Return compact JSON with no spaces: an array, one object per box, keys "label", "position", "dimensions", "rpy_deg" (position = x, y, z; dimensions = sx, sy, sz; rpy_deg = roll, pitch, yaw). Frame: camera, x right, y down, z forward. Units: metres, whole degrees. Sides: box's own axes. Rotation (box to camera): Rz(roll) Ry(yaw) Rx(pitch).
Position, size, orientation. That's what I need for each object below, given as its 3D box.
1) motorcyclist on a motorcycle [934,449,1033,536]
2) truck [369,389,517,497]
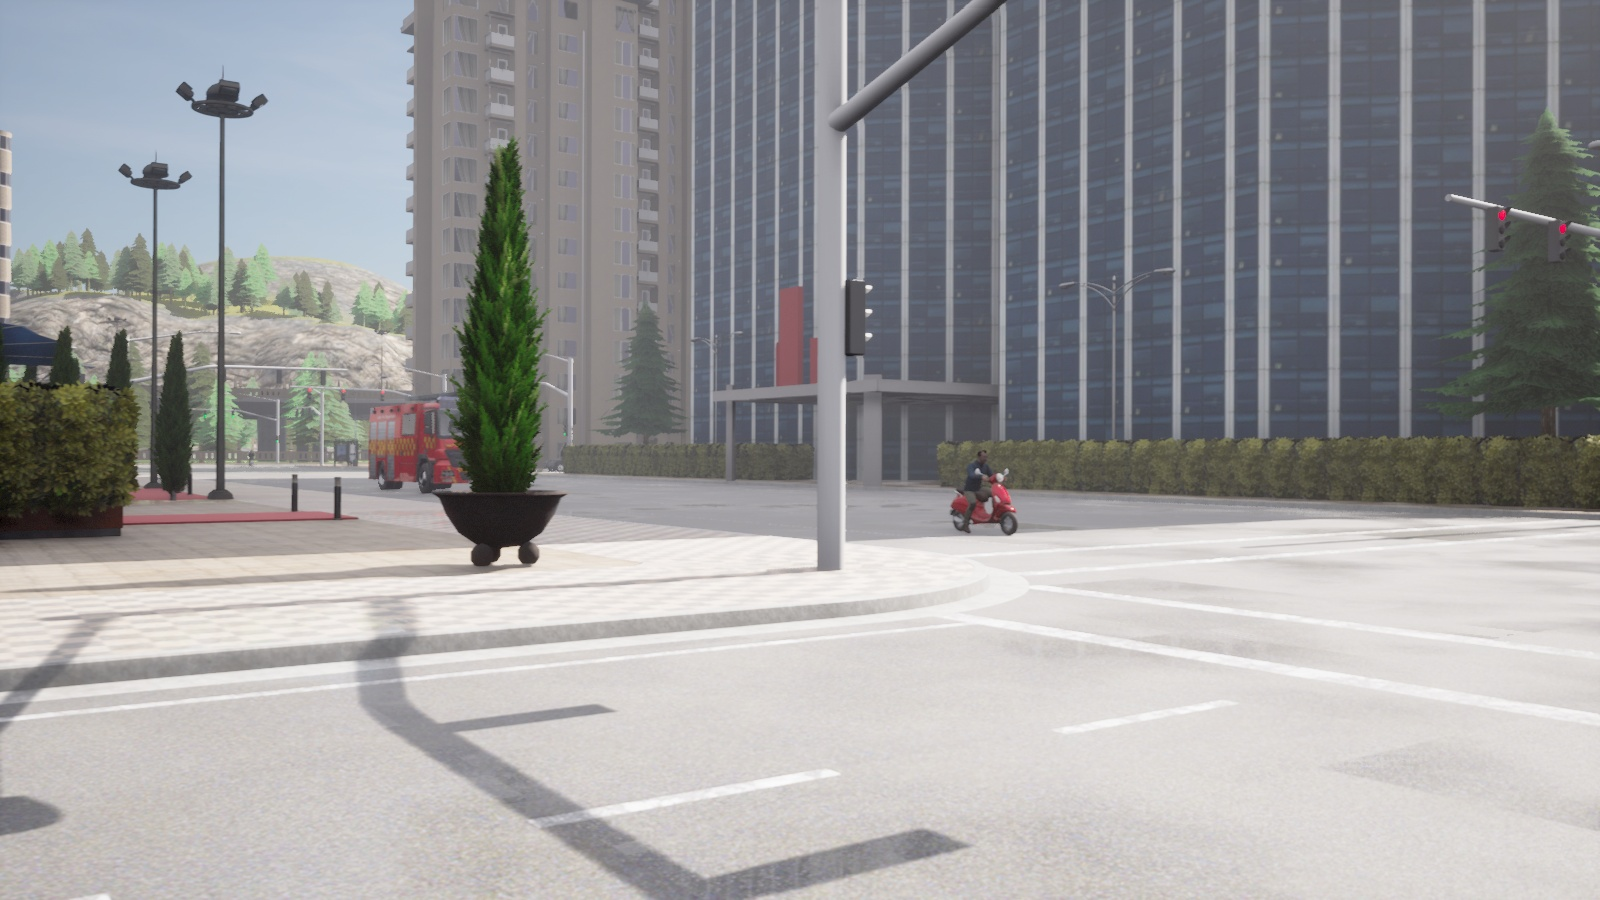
[{"label":"motorcyclist on a motorcycle","position":[3.486,0.783,23.980],"dimensions":[0.866,1.590,1.817],"rpy_deg":[0,0,-35]},{"label":"truck","position":[-14.022,-0.238,48.786],"dimensions":[2.891,3.827,8.468],"rpy_deg":[0,0,-35]}]
